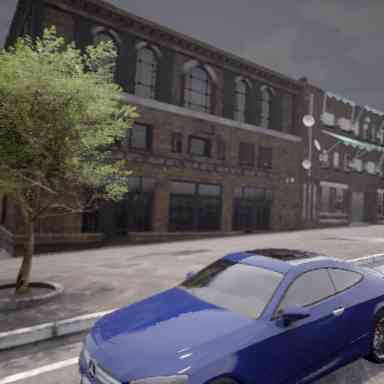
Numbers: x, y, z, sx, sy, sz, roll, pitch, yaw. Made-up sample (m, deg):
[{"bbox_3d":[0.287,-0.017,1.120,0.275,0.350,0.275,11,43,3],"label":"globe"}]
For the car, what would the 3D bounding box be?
[{"bbox_3d":[0.962,1.539,4.370,4.674,1.442,1.812,0,0,-35],"label":"car"}]
